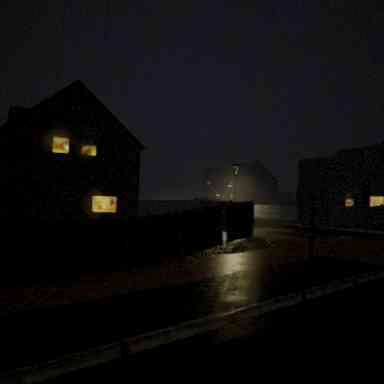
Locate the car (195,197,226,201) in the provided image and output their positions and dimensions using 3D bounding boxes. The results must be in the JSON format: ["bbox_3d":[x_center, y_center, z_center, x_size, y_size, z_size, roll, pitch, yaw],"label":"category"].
[{"bbox_3d":[1.851,1.497,28.211,2.150,2.045,5.566,3,-2,-26],"label":"car"}]
